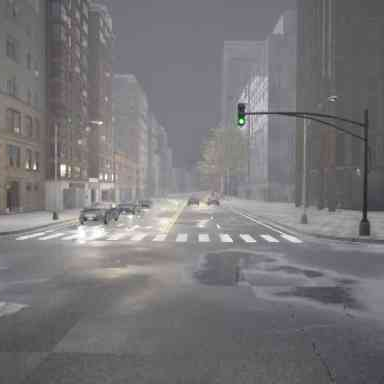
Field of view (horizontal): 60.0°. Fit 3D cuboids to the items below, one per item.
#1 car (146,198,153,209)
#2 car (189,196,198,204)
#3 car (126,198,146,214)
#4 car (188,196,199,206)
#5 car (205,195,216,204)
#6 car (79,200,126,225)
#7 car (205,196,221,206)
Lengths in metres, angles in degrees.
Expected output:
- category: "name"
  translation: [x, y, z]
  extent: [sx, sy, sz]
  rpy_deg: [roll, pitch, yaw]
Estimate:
- category: "car"
  translation: [-6.378, 1.483, 44.741]
  extent: [2.033, 1.411, 5.357]
  rpy_deg: [0, 0, 1]
- category: "car"
  translation: [0.292, 1.465, 64.319]
  extent: [1.837, 1.490, 4.892]
  rpy_deg: [0, 0, 0]
- category: "car"
  translation: [-6.434, 1.489, 34.194]
  extent: [2.033, 1.411, 5.357]
  rpy_deg: [0, 0, 0]
- category: "car"
  translation: [0.246, 1.463, 53.897]
  extent: [2.128, 1.511, 4.902]
  rpy_deg: [0, 0, 0]
- category: "car"
  translation: [3.543, 1.459, 64.305]
  extent: [1.882, 1.535, 5.008]
  rpy_deg: [0, 0, 0]
- category: "car"
  translation: [-6.479, 1.436, 23.713]
  extent: [2.128, 1.511, 4.902]
  rpy_deg: [0, 0, 1]
- category: "car"
  translation: [3.498, 1.518, 54.300]
  extent: [1.812, 1.442, 4.674]
  rpy_deg: [0, 0, 0]
